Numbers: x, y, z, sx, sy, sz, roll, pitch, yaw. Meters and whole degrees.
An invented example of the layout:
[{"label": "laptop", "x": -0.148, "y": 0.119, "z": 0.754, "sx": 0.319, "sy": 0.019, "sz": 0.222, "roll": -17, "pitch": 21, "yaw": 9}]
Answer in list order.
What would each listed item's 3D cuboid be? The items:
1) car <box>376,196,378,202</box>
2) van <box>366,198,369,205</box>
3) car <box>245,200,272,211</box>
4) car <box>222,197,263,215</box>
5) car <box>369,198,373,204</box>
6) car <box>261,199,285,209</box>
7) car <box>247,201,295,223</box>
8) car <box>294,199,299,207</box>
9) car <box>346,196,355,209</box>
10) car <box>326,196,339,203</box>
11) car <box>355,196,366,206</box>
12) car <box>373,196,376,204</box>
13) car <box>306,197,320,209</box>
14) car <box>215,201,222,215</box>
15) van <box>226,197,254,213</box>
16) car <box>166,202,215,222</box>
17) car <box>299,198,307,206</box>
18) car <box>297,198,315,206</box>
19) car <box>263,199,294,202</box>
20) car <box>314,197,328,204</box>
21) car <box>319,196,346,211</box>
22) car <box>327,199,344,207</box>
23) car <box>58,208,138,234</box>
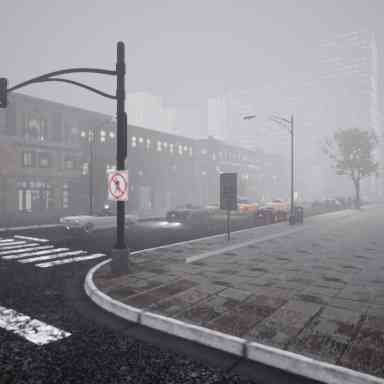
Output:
[{"label": "car", "x": 41.396, "y": 2.037, "z": 76.822, "sx": 1.802, "sy": 1.307, "sz": 4.206, "roll": 0, "pitch": -1, "yaw": 35}, {"label": "van", "x": 31.867, "y": 1.699, "z": 63.259, "sx": 1.690, "sy": 1.788, "sz": 3.998, "roll": 0, "pitch": -1, "yaw": 35}, {"label": "car", "x": 9.127, "y": 1.756, "z": 45.466, "sx": 2.008, "sy": 1.369, "sz": 4.403, "roll": 0, "pitch": 0, "yaw": 35}, {"label": "car", "x": 5.515, "y": 1.508, "z": 35.794, "sx": 2.097, "sy": 1.767, "sz": 4.553, "roll": 0, "pitch": 0, "yaw": 35}, {"label": "car", "x": 35.043, "y": 1.972, "z": 67.778, "sx": 1.802, "sy": 1.307, "sz": 4.206, "roll": 0, "pitch": -1, "yaw": 35}, {"label": "car", "x": 12.205, "y": 1.759, "z": 49.848, "sx": 1.752, "sy": 1.417, "sz": 4.829, "roll": 0, "pitch": -1, "yaw": 35}, {"label": "car", "x": 6.499, "y": 1.670, "z": 27.055, "sx": 1.887, "sy": 1.381, "sz": 4.507, "roll": 0, "pitch": 0, "yaw": 35}, {"label": "car", "x": 15.480, "y": 1.816, "z": 54.509, "sx": 2.008, "sy": 1.369, "sz": 4.403, "roll": 0, "pitch": -1, "yaw": 35}, {"label": "car", "x": 22.337, "y": 1.581, "z": 49.694, "sx": 2.192, "sy": 1.841, "sz": 5.009, "roll": 0, "pitch": -1, "yaw": 35}, {"label": "car", "x": 34.538, "y": 1.894, "z": 81.640, "sx": 1.967, "sy": 1.590, "sz": 4.097, "roll": 0, "pitch": -1, "yaw": 35}, {"label": "car", "x": 28.690, "y": 1.642, "z": 58.738, "sx": 2.192, "sy": 1.841, "sz": 5.009, "roll": 0, "pitch": -1, "yaw": 35}, {"label": "car", "x": 38.318, "y": 1.948, "z": 72.440, "sx": 1.752, "sy": 1.417, "sz": 4.829, "roll": 0, "pitch": -1, "yaw": 35}, {"label": "car", "x": 19.309, "y": 1.749, "z": 49.879, "sx": 2.128, "sy": 1.511, "sz": 4.902, "roll": 0, "pitch": 0, "yaw": 35}, {"label": "car", "x": 2.676, "y": 1.674, "z": 36.283, "sx": 1.752, "sy": 1.417, "sz": 4.829, "roll": 0, "pitch": 0, "yaw": 35}, {"label": "van", "x": 5.950, "y": 1.518, "z": 40.945, "sx": 1.690, "sy": 1.788, "sz": 3.998, "roll": 0, "pitch": 0, "yaw": 35}, {"label": "car", "x": -0.293, "y": 1.672, "z": 27.530, "sx": 1.994, "sy": 1.385, "sz": 4.181, "roll": 0, "pitch": 0, "yaw": 36}, {"label": "car", "x": 18.656, "y": 1.846, "z": 59.031, "sx": 2.008, "sy": 1.369, "sz": 4.403, "roll": 0, "pitch": -1, "yaw": 35}, {"label": "car", "x": 21.833, "y": 1.876, "z": 63.553, "sx": 2.008, "sy": 1.369, "sz": 4.403, "roll": 0, "pitch": -1, "yaw": 35}, {"label": "car", "x": 11.386, "y": 1.684, "z": 44.094, "sx": 1.882, "sy": 1.535, "sz": 5.008, "roll": 0, "pitch": 0, "yaw": 36}, {"label": "car", "x": 28.185, "y": 1.828, "z": 72.596, "sx": 1.967, "sy": 1.590, "sz": 4.097, "roll": 0, "pitch": -1, "yaw": 35}, {"label": "car", "x": 19.161, "y": 1.676, "z": 45.172, "sx": 1.967, "sy": 1.590, "sz": 4.097, "roll": 0, "pitch": -1, "yaw": 35}, {"label": "car", "x": 25.097, "y": 1.913, "z": 58.118, "sx": 1.895, "sy": 1.301, "sz": 4.718, "roll": 0, "pitch": 0, "yaw": 35}, {"label": "car", "x": -5.544, "y": 1.668, "z": 20.071, "sx": 1.895, "sy": 1.301, "sz": 4.718, "roll": 0, "pitch": 0, "yaw": 35}]
